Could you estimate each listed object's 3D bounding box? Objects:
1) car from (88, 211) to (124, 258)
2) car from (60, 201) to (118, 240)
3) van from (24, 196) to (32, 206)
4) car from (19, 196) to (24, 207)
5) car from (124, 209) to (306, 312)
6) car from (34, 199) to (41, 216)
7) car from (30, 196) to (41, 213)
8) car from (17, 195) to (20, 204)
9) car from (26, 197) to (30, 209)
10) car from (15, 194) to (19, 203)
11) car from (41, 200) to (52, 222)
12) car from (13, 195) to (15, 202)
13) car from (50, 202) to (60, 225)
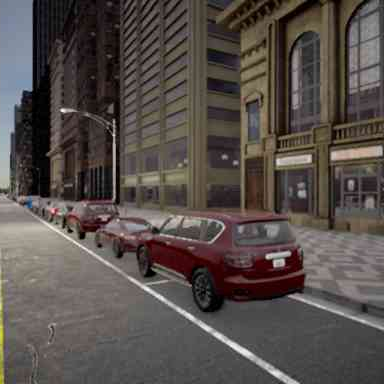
[{"bbox_3d":[-2.478,1.612,12.748,1.802,1.307,4.206,0,0,-30],"label":"car"},{"bbox_3d":[-5.288,1.360,17.594,2.192,1.841,5.009,0,0,-30],"label":"car"},{"bbox_3d":[-22.144,1.479,46.672,1.690,1.788,3.998,0,0,-30],"label":"van"},{"bbox_3d":[-27.762,1.714,56.364,1.887,1.381,4.507,0,0,-30],"label":"car"},{"bbox_3d":[0.331,1.331,7.902,2.192,1.841,5.009,0,0,-30],"label":"car"},{"bbox_3d":[-13.715,1.657,32.133,1.947,1.339,4.313,0,0,-30],"label":"car"},{"bbox_3d":[-16.525,1.547,36.979,1.967,1.590,4.097,0,0,-30],"label":"car"},{"bbox_3d":[-30.572,1.730,61.211,1.887,1.381,4.507,0,0,-30],"label":"car"},{"bbox_3d":[-19.334,1.704,41.826,1.802,1.307,4.206,0,0,-30],"label":"car"},{"bbox_3d":[-33.382,1.641,66.057,1.967,1.590,4.097,0,0,-30],"label":"car"},{"bbox_3d":[-10.906,1.516,27.287,1.967,1.590,4.097,0,0,-30],"label":"car"},{"bbox_3d":[-39.000,1.814,75.750,1.802,1.307,4.206,0,0,-30],"label":"car"},{"bbox_3d":[-8.096,1.626,22.441,1.947,1.339,4.313,0,0,-30],"label":"car"}]
